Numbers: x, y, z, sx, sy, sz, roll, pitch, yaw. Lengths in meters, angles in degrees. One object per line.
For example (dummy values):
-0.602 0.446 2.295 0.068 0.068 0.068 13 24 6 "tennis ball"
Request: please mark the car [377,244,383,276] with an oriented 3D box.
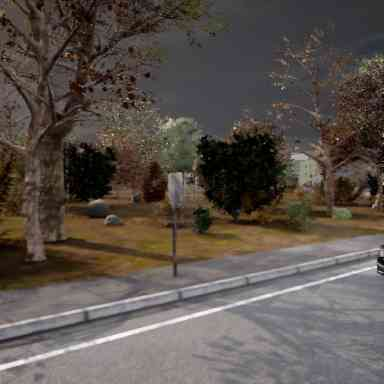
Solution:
6.841 1.498 8.933 4.902 1.511 2.128 0 0 -36 "car"
